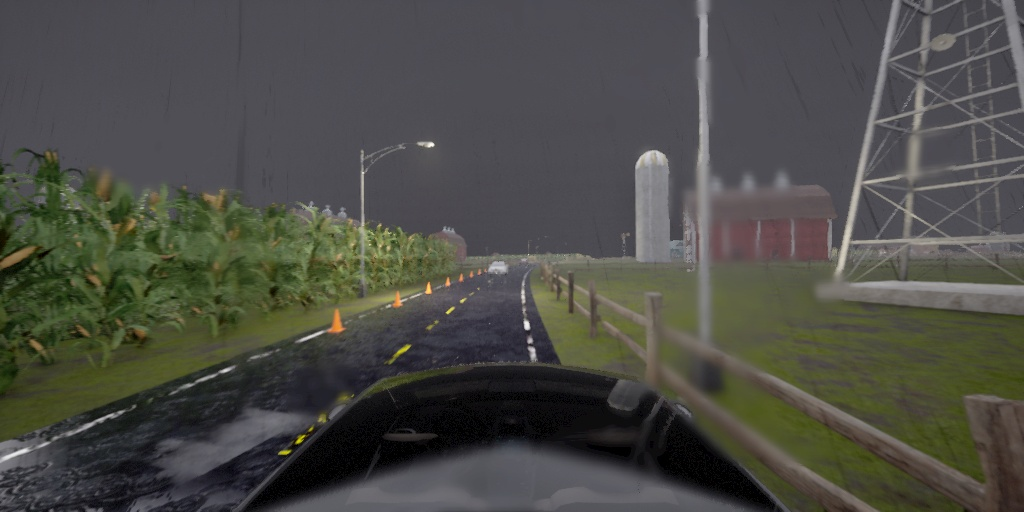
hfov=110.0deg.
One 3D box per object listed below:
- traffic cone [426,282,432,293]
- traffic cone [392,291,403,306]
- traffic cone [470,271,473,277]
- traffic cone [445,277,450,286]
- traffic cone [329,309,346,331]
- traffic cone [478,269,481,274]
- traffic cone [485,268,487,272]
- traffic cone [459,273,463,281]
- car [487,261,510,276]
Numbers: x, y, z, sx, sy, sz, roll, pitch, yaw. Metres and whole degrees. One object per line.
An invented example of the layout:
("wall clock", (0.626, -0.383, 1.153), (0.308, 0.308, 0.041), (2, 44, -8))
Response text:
("traffic cone", (-4.617, 1.746, 19.878), (0.340, 0.580, 0.340), (0, 0, 2))
("traffic cone", (-4.734, 1.744, 14.852), (0.340, 0.580, 0.340), (0, 0, 1))
("traffic cone", (-3.948, 1.750, 34.941), (0.340, 0.580, 0.340), (0, 0, 3))
("traffic cone", (-4.447, 1.747, 24.901), (0.340, 0.580, 0.340), (0, 0, 2))
("traffic cone", (-4.797, 1.742, 9.826), (0.340, 0.580, 0.340), (0, 0, 0))
("traffic cone", (-3.619, 1.751, 39.956), (0.340, 0.580, 0.340), (0, 0, 4))
("traffic cone", (-3.236, 1.752, 44.968), (0.340, 0.580, 0.340), (0, 0, 5))
("traffic cone", (-4.224, 1.749, 29.922), (0.340, 0.580, 0.340), (0, 0, 3))
("car", (-1.385, 1.303, 37.579), (1.812, 1.442, 4.674), (0, 0, 4))
